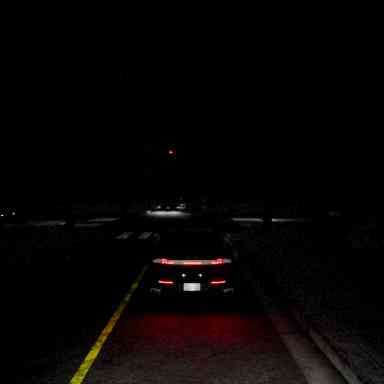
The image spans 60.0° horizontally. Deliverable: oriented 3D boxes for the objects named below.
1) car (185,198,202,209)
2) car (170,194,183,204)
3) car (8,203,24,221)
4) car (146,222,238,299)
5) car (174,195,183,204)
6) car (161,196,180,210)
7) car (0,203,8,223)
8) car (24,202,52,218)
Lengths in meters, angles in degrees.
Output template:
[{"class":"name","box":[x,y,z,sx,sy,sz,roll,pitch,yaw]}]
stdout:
[{"class":"car","box":[0.166,1.497,44.416,1.812,1.442,4.674,0,0,-1]},{"class":"car","box":[-2.804,1.301,61.983,2.097,1.767,4.553,0,0,0]},{"class":"car","box":[-15.681,1.209,24.096,5.566,2.045,2.150,0,0,0]},{"class":"car","box":[0.002,1.492,8.404,2.128,1.511,4.902,0,0,0]},{"class":"car","box":[-2.835,1.508,52.134,2.033,1.411,5.357,0,0,1]},{"class":"car","box":[-2.841,1.576,41.706,1.895,1.301,4.718,0,0,0]},{"class":"car","box":[-14.766,1.539,21.554,4.313,1.339,1.947,0,0,0]},{"class":"car","box":[-14.760,1.580,29.581,4.313,1.339,1.947,0,0,0]}]
